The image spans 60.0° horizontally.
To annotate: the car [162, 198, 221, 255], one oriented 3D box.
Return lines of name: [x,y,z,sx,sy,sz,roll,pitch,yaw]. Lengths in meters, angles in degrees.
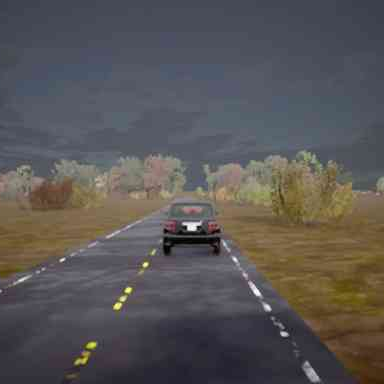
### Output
car: [-0.004,1.350,14.034,2.150,2.045,5.566,0,0,0]

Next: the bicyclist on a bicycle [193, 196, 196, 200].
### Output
bicyclist on a bicycle: [0.787,2.204,89.641,0.866,1.612,1.509,0,0,0]

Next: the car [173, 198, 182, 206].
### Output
car: [-3.027,2.120,70.993,1.837,1.490,4.892,0,0,0]

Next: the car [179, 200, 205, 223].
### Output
car: [-0.009,1.619,29.089,2.097,1.767,4.553,0,-1,0]
